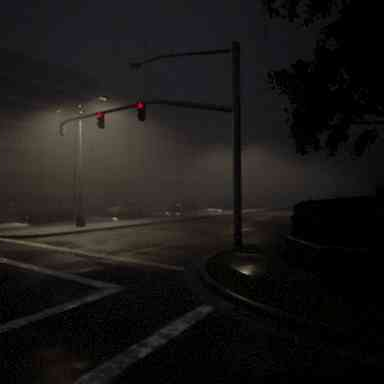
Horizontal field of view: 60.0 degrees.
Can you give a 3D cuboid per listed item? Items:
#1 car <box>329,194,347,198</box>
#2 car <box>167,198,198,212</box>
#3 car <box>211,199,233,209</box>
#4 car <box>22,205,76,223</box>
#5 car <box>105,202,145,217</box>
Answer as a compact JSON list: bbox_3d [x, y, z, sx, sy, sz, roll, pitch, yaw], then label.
[{"bbox_3d":[21.132,1.331,47.730,2.150,2.045,5.566,-1,0,36],"label":"car"},{"bbox_3d":[-1.220,1.621,42.834,2.097,1.767,4.553,-1,0,36],"label":"car"},{"bbox_3d":[4.634,1.832,50.852,1.994,1.385,4.181,-1,0,36],"label":"car"},{"bbox_3d":[-11.964,1.834,28.073,1.994,1.385,4.181,-1,0,36],"label":"car"},{"bbox_3d":[-6.962,1.793,34.946,1.812,1.442,4.674,-1,0,36],"label":"car"}]
